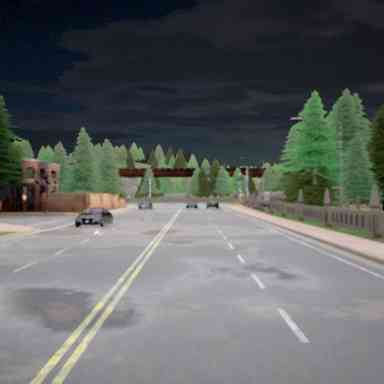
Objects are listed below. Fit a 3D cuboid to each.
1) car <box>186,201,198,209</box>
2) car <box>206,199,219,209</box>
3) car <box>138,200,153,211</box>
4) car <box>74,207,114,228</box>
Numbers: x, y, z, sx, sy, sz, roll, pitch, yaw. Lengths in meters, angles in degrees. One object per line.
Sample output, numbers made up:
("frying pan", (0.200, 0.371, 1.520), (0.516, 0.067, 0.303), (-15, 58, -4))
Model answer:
("car", (0.020, 2.195, 58.087), (1.994, 1.385, 4.181), (0, -1, 0))
("car", (3.522, 1.975, 57.438), (2.097, 1.767, 4.553), (0, -1, 0))
("car", (-7.154, 2.052, 51.362), (2.128, 1.511, 4.902), (0, -1, 0))
("car", (-7.133, 1.834, 24.617), (1.994, 1.385, 4.181), (0, -1, 0))
